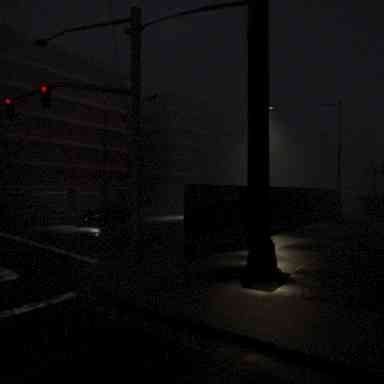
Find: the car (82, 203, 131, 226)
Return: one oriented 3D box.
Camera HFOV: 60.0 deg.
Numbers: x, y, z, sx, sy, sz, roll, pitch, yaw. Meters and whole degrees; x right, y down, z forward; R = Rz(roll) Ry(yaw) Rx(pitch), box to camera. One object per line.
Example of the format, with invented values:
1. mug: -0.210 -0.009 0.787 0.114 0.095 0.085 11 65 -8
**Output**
1. car: -5.661 1.543 23.920 1.812 1.442 4.674 0 0 35
